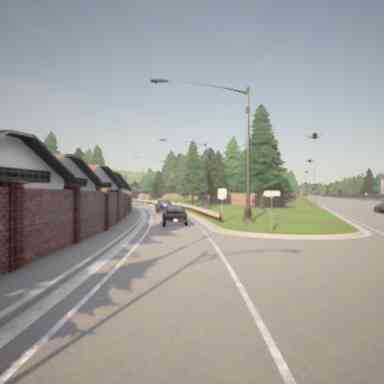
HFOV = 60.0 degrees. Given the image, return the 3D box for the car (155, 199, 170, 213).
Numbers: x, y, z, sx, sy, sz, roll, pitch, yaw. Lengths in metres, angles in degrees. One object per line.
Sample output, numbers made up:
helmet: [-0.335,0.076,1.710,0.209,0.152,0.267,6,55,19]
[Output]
car: [-3.774,1.763,43.767,2.097,1.767,4.553,0,-1,-10]

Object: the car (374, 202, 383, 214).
car: [23.426,1.896,40.278,1.994,1.385,4.181,0,-1,18]

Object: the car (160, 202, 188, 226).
car: [-1.378,1.746,25.801,1.837,1.490,4.892,0,-1,-5]
